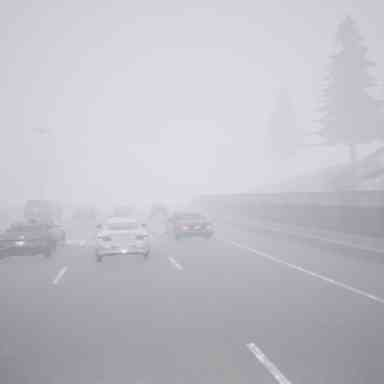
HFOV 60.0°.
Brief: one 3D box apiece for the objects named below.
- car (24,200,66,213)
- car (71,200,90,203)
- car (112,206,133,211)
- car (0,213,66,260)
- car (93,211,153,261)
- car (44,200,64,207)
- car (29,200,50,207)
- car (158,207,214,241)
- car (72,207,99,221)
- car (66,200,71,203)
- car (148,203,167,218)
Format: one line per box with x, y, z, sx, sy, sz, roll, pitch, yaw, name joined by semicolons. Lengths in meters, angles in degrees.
-13.471;1.708;30.385;2.150;2.045;5.566;0;0;-9;car
-24.309;2.456;74.131;1.837;1.490;4.892;-1;-1;7;car
-6.478;1.966;30.848;2.033;1.411;5.357;0;-1;-9;car
-6.458;1.787;13.633;1.994;1.385;4.181;0;-1;-13;car
-2.746;1.704;13.101;1.812;1.442;4.674;0;0;-13;car
-31.225;2.508;75.205;1.882;1.535;5.008;-1;-1;7;car
-34.683;2.593;75.741;2.128;1.511;4.902;-1;-1;7;car
-0.318;1.758;18.182;2.033;1.411;5.357;0;-1;-13;car
-10.217;2.073;32.243;1.895;1.301;4.718;0;-1;-8;car
-27.708;2.444;75.079;1.882;1.535;5.008;-1;-1;7;car
-3.356;1.924;33.731;1.837;1.490;4.892;-1;0;-8;car
